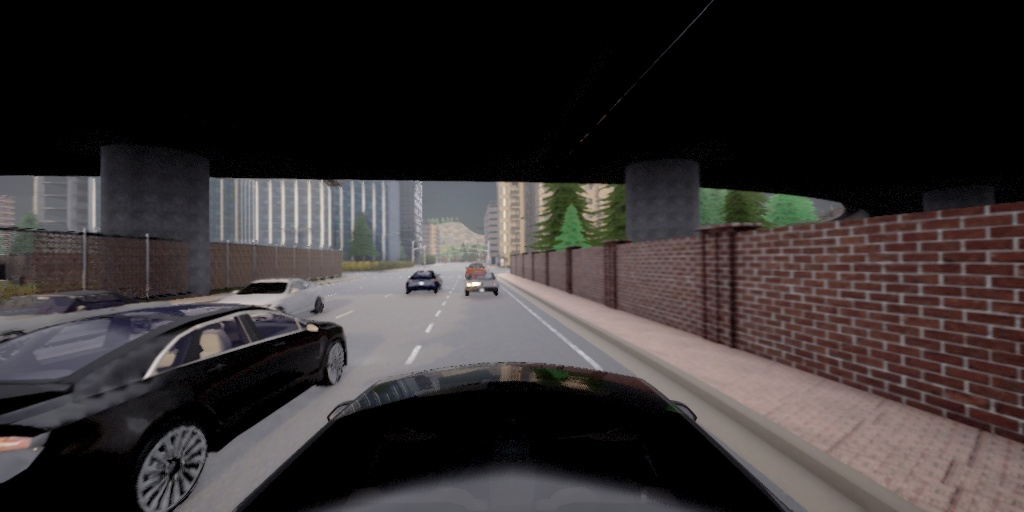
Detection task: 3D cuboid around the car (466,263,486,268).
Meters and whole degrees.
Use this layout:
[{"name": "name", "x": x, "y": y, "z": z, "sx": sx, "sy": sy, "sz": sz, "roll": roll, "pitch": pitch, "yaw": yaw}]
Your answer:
[{"name": "car", "x": -3.734, "y": 1.536, "z": 37.418, "sx": 2.097, "sy": 1.767, "sz": 4.553, "roll": -1, "pitch": -1, "yaw": -7}]

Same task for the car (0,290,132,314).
[{"name": "car", "x": -11.142, "y": 1.556, "z": 8.645, "sx": 1.895, "sy": 1.301, "sz": 4.718, "roll": -1, "pitch": -1, "yaw": -6}]

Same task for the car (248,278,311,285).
[{"name": "car", "x": -7.994, "y": 1.482, "z": 12.110, "sx": 1.812, "sy": 1.442, "sz": 4.674, "roll": -1, "pitch": -1, "yaw": -7}]

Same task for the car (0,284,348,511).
[{"name": "car", "x": -3.639, "y": 1.311, "z": 4.200, "sx": 2.128, "sy": 1.511, "sz": 4.902, "roll": -1, "pitch": -1, "yaw": -3}]

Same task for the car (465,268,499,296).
[{"name": "car", "x": -1.863, "y": 1.589, "z": 21.543, "sx": 1.895, "sy": 1.301, "sz": 4.718, "roll": -1, "pitch": -1, "yaw": -7}]

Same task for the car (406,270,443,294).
[{"name": "car", "x": -5.590, "y": 1.614, "z": 23.240, "sx": 1.994, "sy": 1.385, "sz": 4.181, "roll": -1, "pitch": -1, "yaw": -7}]
